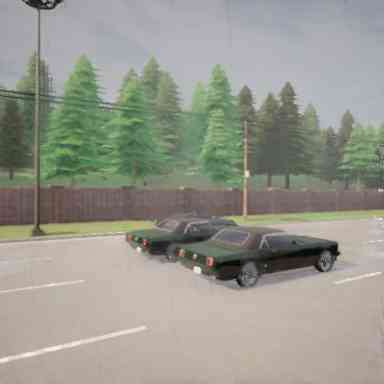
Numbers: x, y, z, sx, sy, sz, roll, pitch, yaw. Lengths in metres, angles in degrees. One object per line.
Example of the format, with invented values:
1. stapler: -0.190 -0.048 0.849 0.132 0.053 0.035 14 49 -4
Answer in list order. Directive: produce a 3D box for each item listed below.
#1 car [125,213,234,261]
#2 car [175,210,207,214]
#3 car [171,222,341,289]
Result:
1. car: 0.102 1.623 12.209 4.718 1.301 1.895 0 0 -33
2. car: 0.265 1.595 16.471 4.181 1.385 1.994 0 0 -33
3. car: 1.999 1.627 9.268 4.718 1.301 1.895 0 0 -33
